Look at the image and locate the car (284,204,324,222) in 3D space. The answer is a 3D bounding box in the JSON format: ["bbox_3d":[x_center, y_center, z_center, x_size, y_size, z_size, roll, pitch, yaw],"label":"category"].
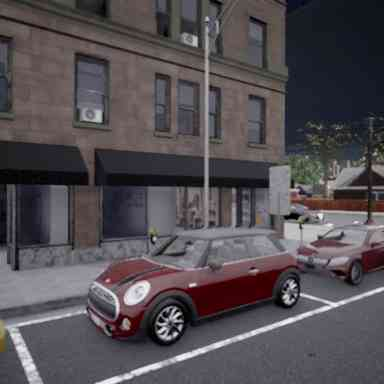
[{"bbox_3d":[8.223,1.691,26.934,2.128,1.511,4.902,0,-1,-37],"label":"car"}]

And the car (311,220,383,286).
[{"bbox_3d":[4.649,1.624,9.497,4.206,1.307,1.802,0,0,-35],"label":"car"}]

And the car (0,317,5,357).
[{"bbox_3d":[-4.480,1.516,2.996,4.829,1.417,1.752,0,0,-35],"label":"car"}]

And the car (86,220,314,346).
[{"bbox_3d":[0.154,1.457,6.296,4.097,1.590,1.967,0,0,-35],"label":"car"}]
